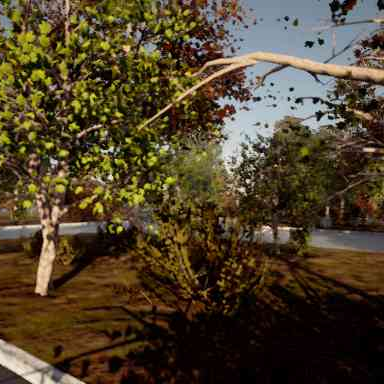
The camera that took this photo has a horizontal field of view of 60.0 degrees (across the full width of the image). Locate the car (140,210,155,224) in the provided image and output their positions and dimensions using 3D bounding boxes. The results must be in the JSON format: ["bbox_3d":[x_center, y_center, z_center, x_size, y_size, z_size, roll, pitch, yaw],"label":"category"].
[{"bbox_3d":[-4.088,2.206,33.199,2.097,1.767,4.553,-1,-3,35],"label":"car"}]
